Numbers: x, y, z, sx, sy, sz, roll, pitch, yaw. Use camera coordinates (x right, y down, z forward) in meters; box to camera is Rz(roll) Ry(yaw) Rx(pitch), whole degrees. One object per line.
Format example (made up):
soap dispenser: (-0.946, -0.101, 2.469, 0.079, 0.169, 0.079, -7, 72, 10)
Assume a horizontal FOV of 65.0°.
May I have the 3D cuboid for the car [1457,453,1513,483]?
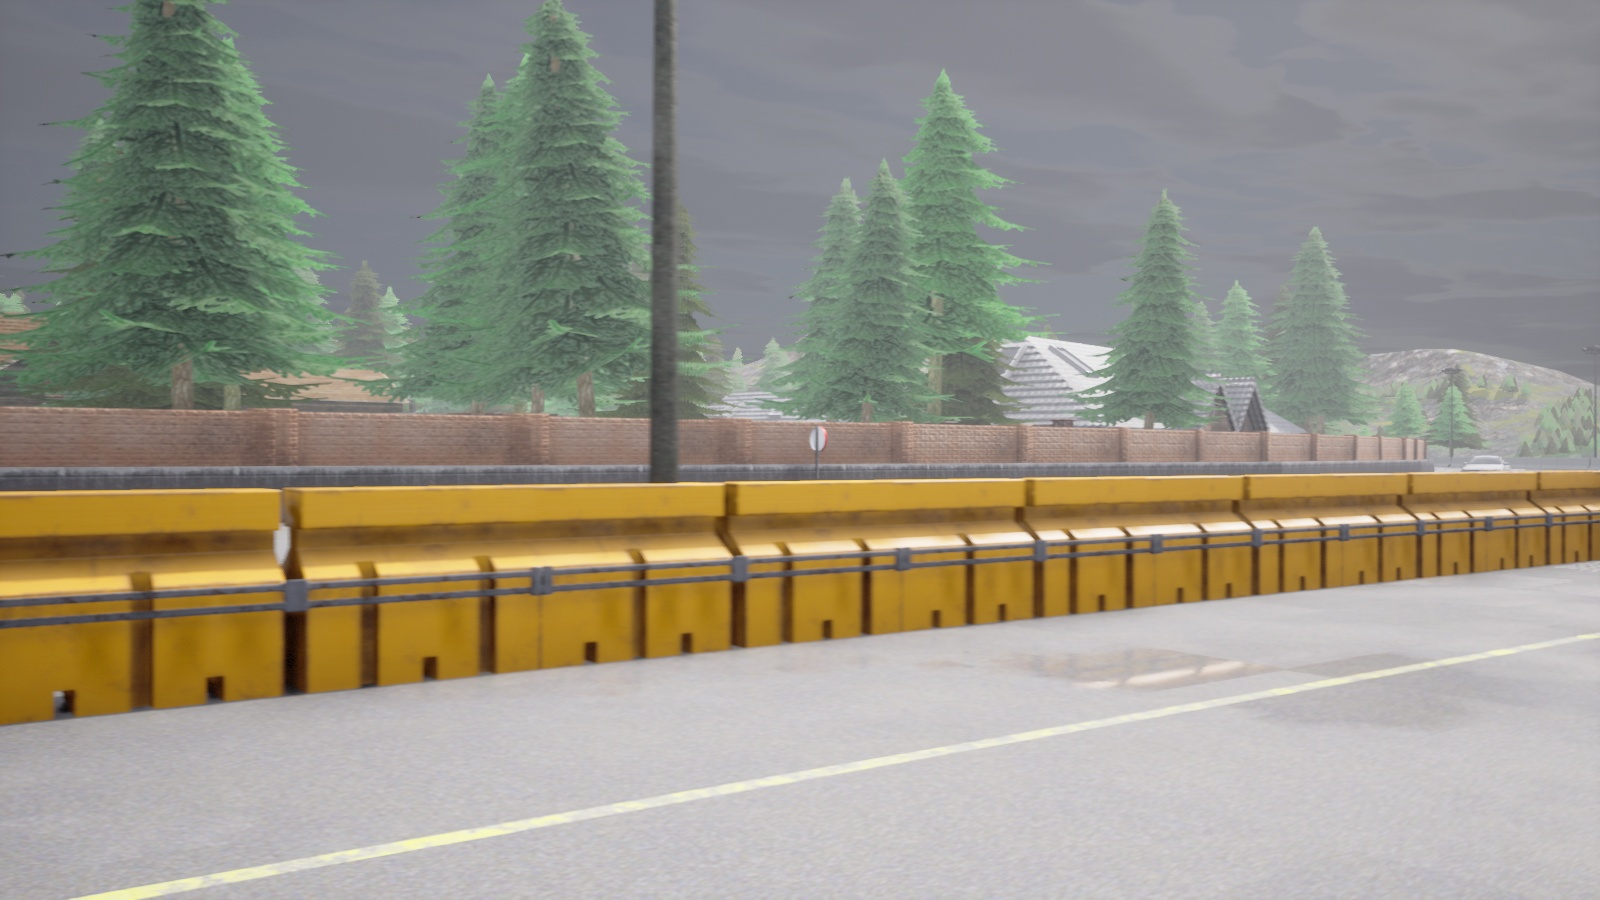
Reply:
car: (33.736, 0.851, 61.785, 1.812, 1.442, 4.674, 0, 0, 37)
